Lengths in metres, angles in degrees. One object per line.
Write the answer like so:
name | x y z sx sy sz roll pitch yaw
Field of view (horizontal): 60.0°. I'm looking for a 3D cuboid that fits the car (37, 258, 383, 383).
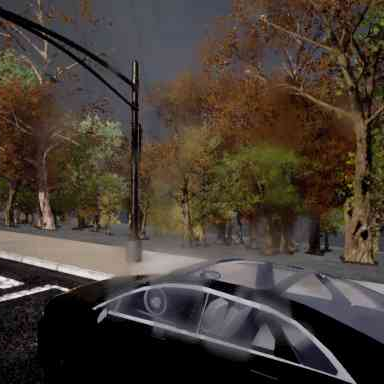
car | 0.259 1.491 3.489 4.902 1.511 2.128 0 0 37
